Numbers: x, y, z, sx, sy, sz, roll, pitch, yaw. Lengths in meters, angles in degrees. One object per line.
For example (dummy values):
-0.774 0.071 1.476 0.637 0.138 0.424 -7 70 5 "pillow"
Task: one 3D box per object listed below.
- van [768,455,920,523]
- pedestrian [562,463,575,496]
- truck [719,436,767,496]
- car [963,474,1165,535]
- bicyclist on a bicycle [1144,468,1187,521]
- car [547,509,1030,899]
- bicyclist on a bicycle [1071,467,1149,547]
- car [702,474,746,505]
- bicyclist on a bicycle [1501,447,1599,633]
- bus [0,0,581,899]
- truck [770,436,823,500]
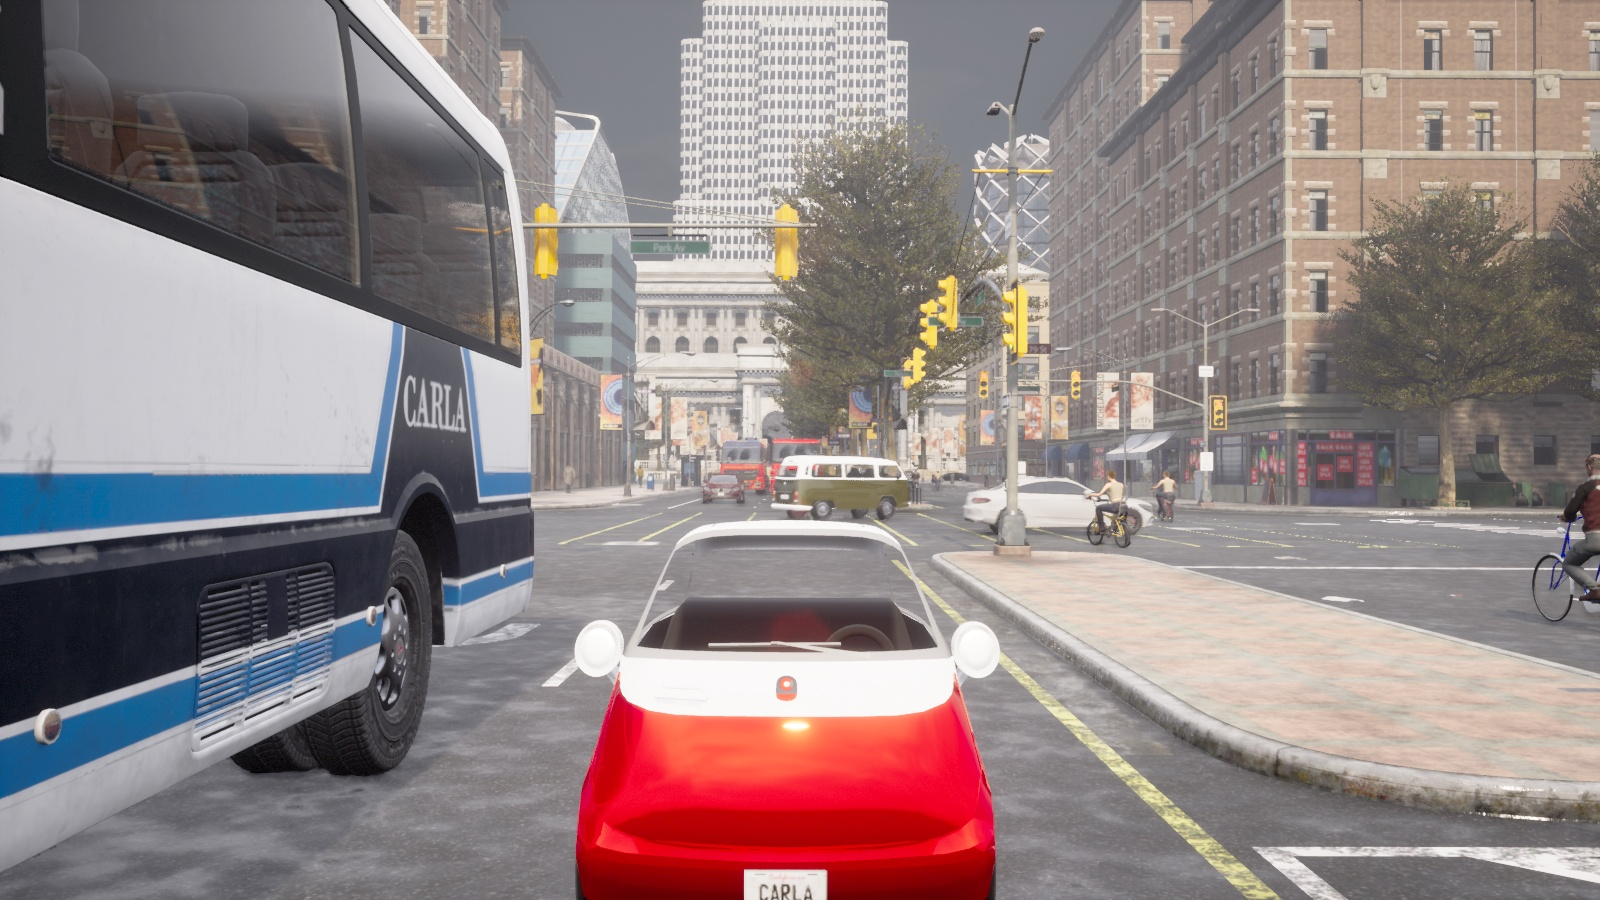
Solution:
1.426 1.205 40.194 4.480 2.038 2.069 0 -1 -32 "van"
-13.755 1.776 74.634 0.659 1.952 0.873 0 -1 0 "pedestrian"
-3.735 1.074 84.137 2.891 3.827 8.468 0 -1 0 "truck"
6.530 1.340 31.419 4.674 1.442 1.812 0 -1 0 "car"
11.373 1.361 39.111 0.866 1.612 1.509 0 -1 0 "bicyclist on a bicycle"
-0.039 0.953 4.966 1.481 1.376 2.207 0 -1 0 "car"
6.448 1.164 26.206 0.866 1.612 1.509 0 -1 -21 "bicyclist on a bicycle"
-3.653 1.877 61.008 1.812 1.442 4.674 0 -1 1 "car"
7.942 0.866 12.700 0.659 1.776 1.843 0 -1 0 "bicyclist on a bicycle"
-3.542 -0.482 3.917 3.944 4.253 10.273 0 -1 0 "bus"
-0.205 1.045 72.384 2.891 3.462 7.936 0 -1 0 "truck"
